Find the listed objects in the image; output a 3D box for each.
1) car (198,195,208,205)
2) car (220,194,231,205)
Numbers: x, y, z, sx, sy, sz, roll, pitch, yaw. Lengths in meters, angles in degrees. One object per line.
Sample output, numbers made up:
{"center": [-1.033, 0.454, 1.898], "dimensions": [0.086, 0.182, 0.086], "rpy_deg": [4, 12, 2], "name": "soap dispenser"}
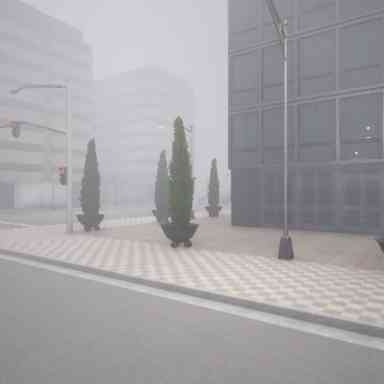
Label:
{"center": [3.397, 1.381, 62.073], "dimensions": [2.150, 2.045, 5.566], "rpy_deg": [0, 0, 35], "name": "car"}
{"center": [6.258, 1.381, 60.057], "dimensions": [2.150, 2.045, 5.566], "rpy_deg": [0, 0, 35], "name": "car"}
